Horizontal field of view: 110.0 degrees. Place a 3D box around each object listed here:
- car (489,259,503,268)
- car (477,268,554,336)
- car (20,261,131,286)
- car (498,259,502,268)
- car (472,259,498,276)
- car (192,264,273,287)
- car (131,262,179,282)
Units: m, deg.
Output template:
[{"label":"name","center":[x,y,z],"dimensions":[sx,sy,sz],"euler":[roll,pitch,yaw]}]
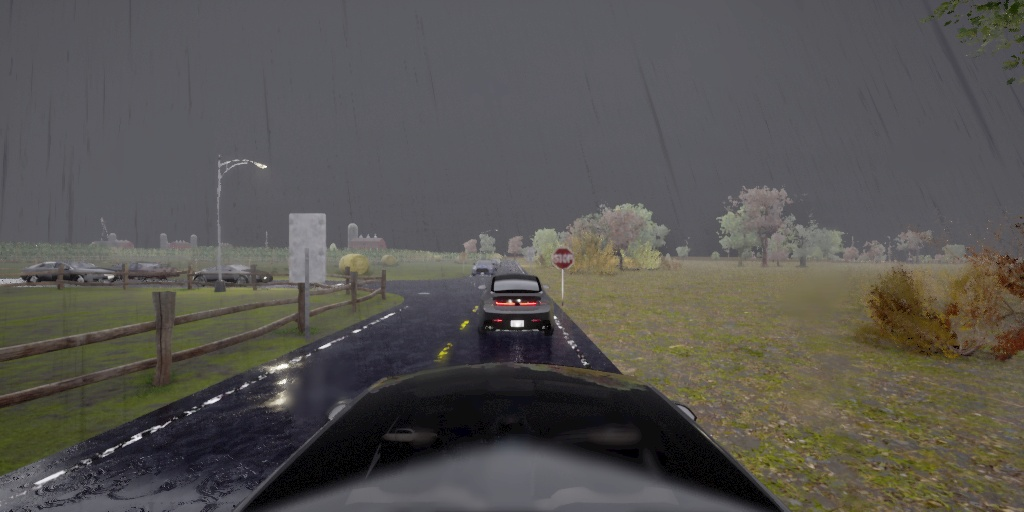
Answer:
[{"label":"car","center":[-2.797,1.288,62.743],"dimensions":[2.128,1.511,4.902],"euler":[0,0,0]},{"label":"car","center":[0.068,1.254,10.383],"dimensions":[1.837,1.490,4.892],"euler":[0,0,-1]},{"label":"car","center":[-28.167,1.077,22.962],"dimensions":[4.902,1.511,2.128],"euler":[0,1,-1]},{"label":"car","center":[-2.828,1.324,49.534],"dimensions":[2.033,1.411,5.357],"euler":[0,0,0]},{"label":"car","center":[-2.843,1.115,36.486],"dimensions":[2.097,1.767,4.553],"euler":[0,0,0]},{"label":"car","center":[-17.883,1.220,23.069],"dimensions":[4.181,1.385,1.994],"euler":[0,1,0]},{"label":"car","center":[-27.375,1.107,25.929],"dimensions":[5.357,1.411,2.033],"euler":[0,1,-1]}]
